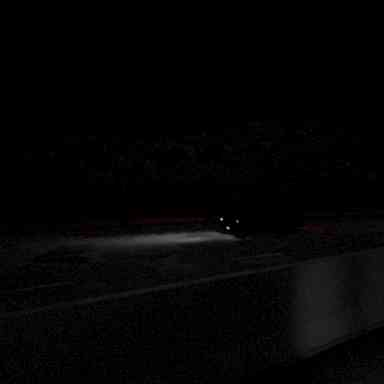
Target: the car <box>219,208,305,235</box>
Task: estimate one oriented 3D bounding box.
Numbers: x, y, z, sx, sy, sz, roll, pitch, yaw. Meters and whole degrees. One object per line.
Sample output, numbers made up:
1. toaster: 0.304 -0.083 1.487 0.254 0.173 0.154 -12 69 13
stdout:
1. car: 3.834 1.548 18.251 4.718 1.301 1.895 0 0 -27
